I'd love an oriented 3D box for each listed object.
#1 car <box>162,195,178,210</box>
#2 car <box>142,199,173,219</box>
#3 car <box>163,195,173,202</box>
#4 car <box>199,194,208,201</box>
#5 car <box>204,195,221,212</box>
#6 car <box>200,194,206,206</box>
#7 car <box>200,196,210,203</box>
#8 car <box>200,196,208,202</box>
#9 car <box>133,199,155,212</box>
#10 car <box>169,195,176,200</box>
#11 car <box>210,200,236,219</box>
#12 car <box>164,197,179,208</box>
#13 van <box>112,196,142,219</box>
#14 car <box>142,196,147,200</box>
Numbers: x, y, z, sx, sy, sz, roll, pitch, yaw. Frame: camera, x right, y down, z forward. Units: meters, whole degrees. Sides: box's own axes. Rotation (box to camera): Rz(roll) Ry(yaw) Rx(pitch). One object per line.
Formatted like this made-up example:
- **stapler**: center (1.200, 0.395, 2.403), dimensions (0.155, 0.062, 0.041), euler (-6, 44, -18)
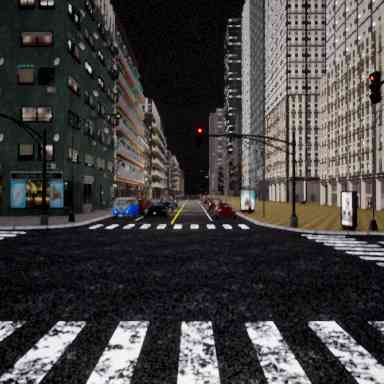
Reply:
- **car**: center (-3.040, 1.499, 39.437), dimensions (2.128, 1.511, 4.902), euler (0, 0, 0)
- **car**: center (-3.055, 1.568, 29.414), dimensions (1.994, 1.385, 4.181), euler (0, 0, 0)
- **car**: center (-5.563, 1.476, 78.141), dimensions (1.967, 1.590, 4.097), euler (0, 0, 0)
- **car**: center (2.826, 1.357, 83.655), dimensions (2.192, 1.841, 5.009), euler (0, 0, 0)
- **car**: center (2.758, 1.448, 39.434), dimensions (1.967, 1.590, 4.097), euler (0, 0, 0)
- **car**: center (2.783, 1.456, 56.017), dimensions (1.967, 1.590, 4.097), euler (0, 0, 0)
- **car**: center (2.808, 1.575, 72.600), dimensions (1.887, 1.381, 4.507), euler (0, 0, 0)
- **car**: center (2.816, 1.618, 78.127), dimensions (1.802, 1.307, 4.206), euler (0, 0, 0)
- **car**: center (-5.623, 1.552, 39.448), dimensions (1.887, 1.381, 4.507), euler (0, 0, 0)
- **car**: center (-5.539, 1.620, 94.724), dimensions (1.947, 1.339, 4.313), euler (0, 0, 0)
- **car**: center (2.740, 1.586, 28.378), dimensions (1.802, 1.307, 4.206), euler (0, 0, 0)
- **car**: center (-3.014, 1.560, 50.075), dimensions (2.033, 1.411, 5.357), euler (0, 0, 0)
- **van**: center (-5.639, 1.345, 28.393), dimensions (1.690, 1.788, 3.998), euler (0, 0, 0)
- **car**: center (-5.630, 1.321, 33.920), dimensions (2.192, 1.841, 5.009), euler (0, 0, 0)
